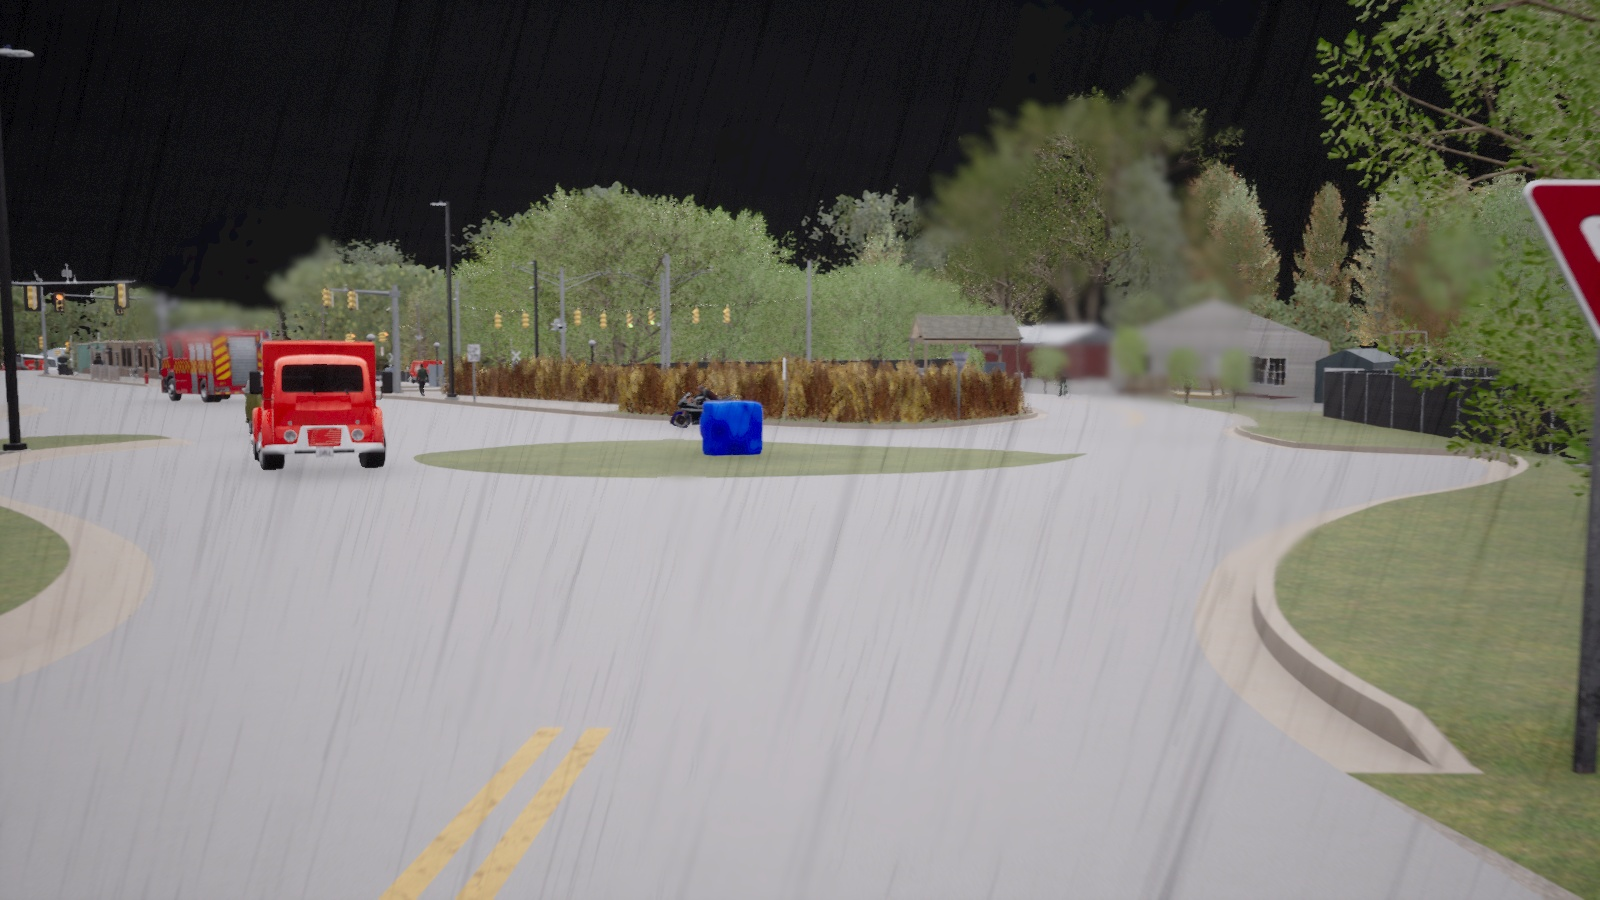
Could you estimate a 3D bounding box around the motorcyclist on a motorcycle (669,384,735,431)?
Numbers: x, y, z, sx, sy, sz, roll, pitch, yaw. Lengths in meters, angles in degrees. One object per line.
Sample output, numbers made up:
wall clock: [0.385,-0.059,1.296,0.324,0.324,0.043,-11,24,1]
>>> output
motorcyclist on a motorcycle: [-3.359,-1.452,42.878,2.191,1.530,0.866,1,6,-6]

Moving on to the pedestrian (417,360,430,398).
pedestrian: [-19.511,-3.682,65.044,0.423,1.949,0.788,-3,6,-31]

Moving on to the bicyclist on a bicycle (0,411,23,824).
bicyclist on a bicycle: [-3.548,0.663,4.279,0.866,1.612,1.509,0,1,-1]

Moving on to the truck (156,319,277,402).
truck: [-29.017,-4.398,62.233,2.891,3.827,8.468,-5,6,-42]

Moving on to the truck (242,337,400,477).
truck: [-9.608,-0.959,25.058,2.627,2.467,5.204,-1,4,-23]

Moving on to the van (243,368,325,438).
van: [-15.579,-1.438,37.793,1.775,1.987,4.442,-2,3,-28]
